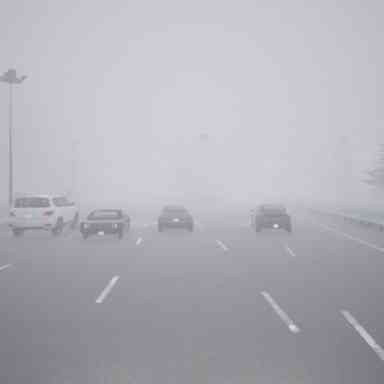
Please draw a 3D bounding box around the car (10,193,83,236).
[{"bbox_3d":[-7.892,1.164,18.267,2.150,2.045,5.566,0,0,-5],"label":"car"}]

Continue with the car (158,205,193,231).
[{"bbox_3d":[-1.050,1.489,19.938,1.994,1.385,4.181,0,0,-5],"label":"car"}]

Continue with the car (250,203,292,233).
[{"bbox_3d":[4.495,1.427,19.261,1.837,1.490,4.892,0,1,6],"label":"car"}]

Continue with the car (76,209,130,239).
[{"bbox_3d":[-4.272,1.541,17.108,1.895,1.301,4.718,0,0,-5],"label":"car"}]

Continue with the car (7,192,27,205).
[{"bbox_3d":[-30.344,1.042,57.766,2.150,2.045,5.566,0,1,-18],"label":"car"}]

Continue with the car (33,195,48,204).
[{"bbox_3d":[-27.803,1.345,61.081,2.033,1.411,5.357,0,0,-18],"label":"car"}]
